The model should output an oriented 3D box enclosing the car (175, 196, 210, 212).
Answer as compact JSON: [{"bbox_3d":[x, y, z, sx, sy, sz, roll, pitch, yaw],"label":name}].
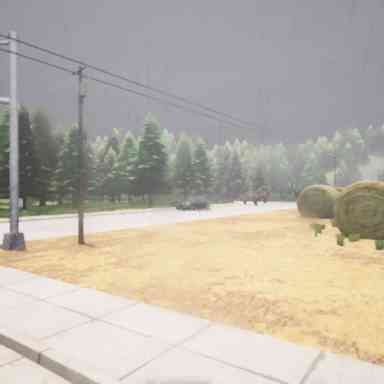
[{"bbox_3d":[0.115,1.286,38.320,2.097,1.767,4.553,0,0,37],"label":"car"}]

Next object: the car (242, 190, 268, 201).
[{"bbox_3d":[9.750,0.745,51.126,2.150,2.045,5.566,0,0,37],"label":"car"}]
